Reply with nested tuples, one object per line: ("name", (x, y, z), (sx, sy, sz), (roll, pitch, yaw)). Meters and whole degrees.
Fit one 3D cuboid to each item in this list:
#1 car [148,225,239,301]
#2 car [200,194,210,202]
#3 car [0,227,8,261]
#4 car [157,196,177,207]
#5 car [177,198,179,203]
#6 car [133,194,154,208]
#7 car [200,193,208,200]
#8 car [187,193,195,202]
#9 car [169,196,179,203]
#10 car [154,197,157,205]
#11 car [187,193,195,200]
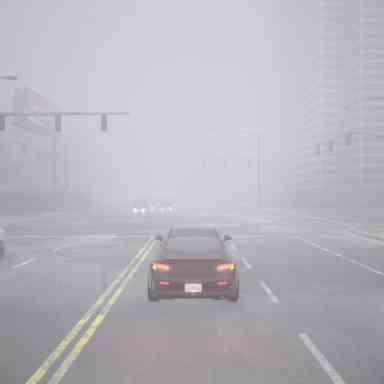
("car", (0.031, 1.526, 8.170), (1.812, 1.442, 4.674), (0, 0, 0))
("car", (3.175, 1.515, 77.979), (2.128, 1.511, 4.902), (0, 0, 0))
("car", (-7.114, 1.526, 9.452), (1.812, 1.442, 4.674), (0, 0, 0))
("car", (-3.805, 1.564, 51.019), (1.994, 1.385, 4.181), (0, 0, 0))
("car", (-3.823, 1.525, 59.796), (1.812, 1.442, 4.674), (0, 0, 0))
("car", (-7.297, 1.491, 48.411), (2.128, 1.511, 4.902), (0, 0, 0))
("car", (3.132, 1.184, 88.267), (2.097, 1.767, 4.553), (0, 0, 0))
("car", (-0.326, 1.584, 78.347), (1.895, 1.301, 4.718), (0, 0, 0))
("car", (-3.790, 1.552, 69.805), (1.994, 1.385, 4.181), (0, 0, 0))
("car", (-7.322, 1.601, 57.682), (1.895, 1.301, 4.718), (0, 0, 0))
("car", (-0.368, 1.184, 88.252), (2.097, 1.767, 4.553), (0, 0, 0))
